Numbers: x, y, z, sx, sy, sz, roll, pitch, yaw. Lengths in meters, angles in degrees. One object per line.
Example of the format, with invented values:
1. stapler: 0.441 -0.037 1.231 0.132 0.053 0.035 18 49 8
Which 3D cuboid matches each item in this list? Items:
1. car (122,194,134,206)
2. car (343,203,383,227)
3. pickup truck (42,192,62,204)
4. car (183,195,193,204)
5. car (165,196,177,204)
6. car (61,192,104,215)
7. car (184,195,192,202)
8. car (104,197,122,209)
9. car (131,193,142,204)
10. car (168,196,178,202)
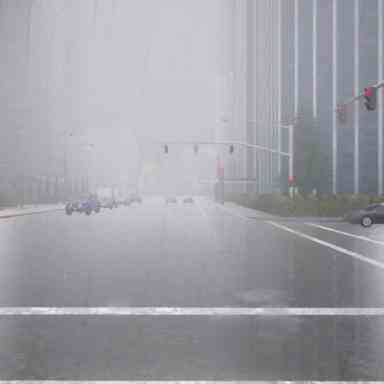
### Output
1. car: -11.247 1.526 54.365 1.812 1.442 4.674 0 0 0
2. car: 12.626 1.505 22.122 4.892 1.490 1.837 0 0 0
3. pickup truck: -24.342 1.059 60.073 2.390 2.098 6.274 0 0 30
4. car: -0.766 1.526 65.381 1.812 1.442 4.674 0 0 0
5. car: -4.163 1.601 65.041 1.895 1.301 4.718 0 0 0
6. car: -11.101 1.221 34.273 2.150 2.045 5.566 0 0 0
7. car: -0.854 1.387 75.632 1.882 1.535 5.008 0 0 0
8. car: -11.173 1.491 44.259 2.128 1.511 4.902 0 0 0
9. car: -11.297 1.224 66.537 2.150 2.045 5.566 0 0 0
10. car: -4.350 1.540 75.301 2.033 1.411 5.357 0 0 0
